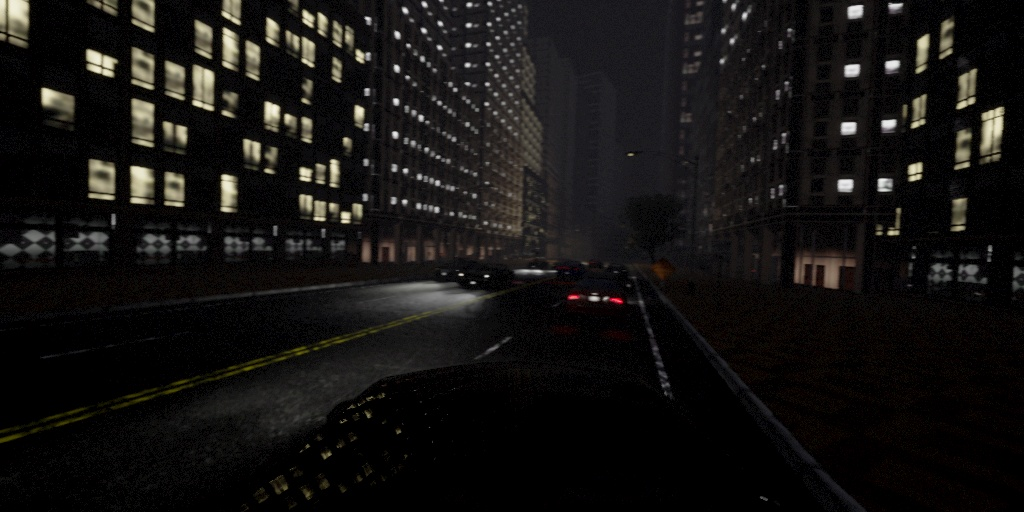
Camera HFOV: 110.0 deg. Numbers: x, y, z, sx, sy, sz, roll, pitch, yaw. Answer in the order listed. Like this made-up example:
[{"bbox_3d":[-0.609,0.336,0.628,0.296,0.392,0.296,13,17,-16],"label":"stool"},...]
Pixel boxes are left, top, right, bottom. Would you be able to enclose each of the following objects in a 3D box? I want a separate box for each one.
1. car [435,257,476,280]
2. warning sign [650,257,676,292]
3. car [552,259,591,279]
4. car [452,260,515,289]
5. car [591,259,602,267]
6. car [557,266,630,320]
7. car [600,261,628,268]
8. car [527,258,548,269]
[{"bbox_3d":[-3.477,0.849,24.645,2.128,1.511,4.902,2,1,18],"label":"car"},{"bbox_3d":[8.316,0.972,19.938,1.300,1.860,1.060,0,0,18],"label":"warning sign"},{"bbox_3d":[4.785,1.097,28.461,1.882,1.535,5.008,2,1,18],"label":"car"},{"bbox_3d":[-1.343,1.086,20.692,1.895,1.301,4.718,2,1,18],"label":"car"},{"bbox_3d":[11.569,1.091,49.561,1.882,1.535,5.008,2,1,18],"label":"car"},{"bbox_3d":[3.168,1.298,12.848,2.033,1.411,5.357,2,1,18],"label":"car"},{"bbox_3d":[9.025,1.310,31.036,1.994,1.385,4.181,2,1,18],"label":"car"},{"bbox_3d":[3.283,0.960,45.332,1.895,1.301,4.718,2,1,18],"label":"car"}]
